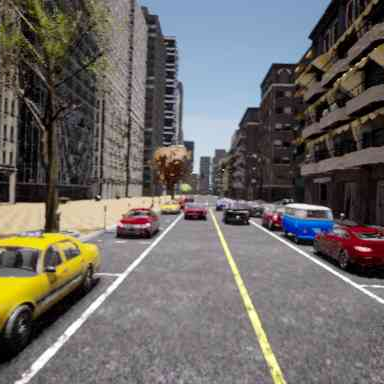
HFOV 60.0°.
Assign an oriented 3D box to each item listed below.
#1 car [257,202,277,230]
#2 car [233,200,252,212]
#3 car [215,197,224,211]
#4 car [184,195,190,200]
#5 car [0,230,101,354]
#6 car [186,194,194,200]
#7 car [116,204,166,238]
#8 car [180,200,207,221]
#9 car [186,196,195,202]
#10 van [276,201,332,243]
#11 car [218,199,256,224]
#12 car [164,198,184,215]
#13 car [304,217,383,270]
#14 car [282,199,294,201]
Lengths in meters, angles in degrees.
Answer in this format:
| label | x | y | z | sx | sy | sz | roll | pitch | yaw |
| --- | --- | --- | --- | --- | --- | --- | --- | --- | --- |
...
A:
| label | x | y | z | sx | sy | sz | roll | pitch | yaw |
| --- | --- | --- | --- | --- | --- | --- | --- | --- | --- |
| car | 5.911 | 1.657 | 22.445 | 1.967 | 1.590 | 4.097 | 2 | 0 | 2 |
| car | 6.670 | 1.808 | 44.562 | 2.008 | 1.369 | 4.403 | 2 | 0 | 2 |
| car | 4.005 | 1.761 | 43.054 | 1.895 | 1.301 | 4.718 | 2 | 0 | 2 |
| car | -1.699 | 1.504 | 44.852 | 1.887 | 1.381 | 4.507 | 2 | 0 | 2 |
| car | -3.040 | 1.418 | 5.976 | 1.752 | 1.417 | 4.829 | 2 | 0 | 2 |
| car | -0.576 | 1.357 | 77.221 | 2.192 | 1.841 | 5.009 | 2 | 0 | 2 |
| car | -2.655 | 1.492 | 17.206 | 1.802 | 1.307 | 4.206 | 2 | 0 | 2 |
| car | 0.328 | 1.621 | 27.858 | 1.895 | 1.301 | 4.718 | 2 | 0 | 2 |
| car | -0.394 | 1.624 | 82.740 | 1.947 | 1.339 | 4.313 | 2 | 0 | 2 |
| van | 5.723 | 1.549 | 16.915 | 1.690 | 1.788 | 3.998 | 2 | 0 | 2 |
| car | 3.420 | 1.622 | 26.337 | 2.128 | 1.511 | 4.902 | 2 | 0 | 2 |
| car | -2.086 | 1.463 | 33.623 | 1.752 | 1.417 | 4.829 | 2 | 0 | 2 |
| car | 5.524 | 1.780 | 11.386 | 1.802 | 1.307 | 4.206 | 2 | 0 | 2 |
| car | 18.070 | 2.025 | 63.586 | 4.403 | 1.369 | 2.008 | 1 | 1 | 1 |
